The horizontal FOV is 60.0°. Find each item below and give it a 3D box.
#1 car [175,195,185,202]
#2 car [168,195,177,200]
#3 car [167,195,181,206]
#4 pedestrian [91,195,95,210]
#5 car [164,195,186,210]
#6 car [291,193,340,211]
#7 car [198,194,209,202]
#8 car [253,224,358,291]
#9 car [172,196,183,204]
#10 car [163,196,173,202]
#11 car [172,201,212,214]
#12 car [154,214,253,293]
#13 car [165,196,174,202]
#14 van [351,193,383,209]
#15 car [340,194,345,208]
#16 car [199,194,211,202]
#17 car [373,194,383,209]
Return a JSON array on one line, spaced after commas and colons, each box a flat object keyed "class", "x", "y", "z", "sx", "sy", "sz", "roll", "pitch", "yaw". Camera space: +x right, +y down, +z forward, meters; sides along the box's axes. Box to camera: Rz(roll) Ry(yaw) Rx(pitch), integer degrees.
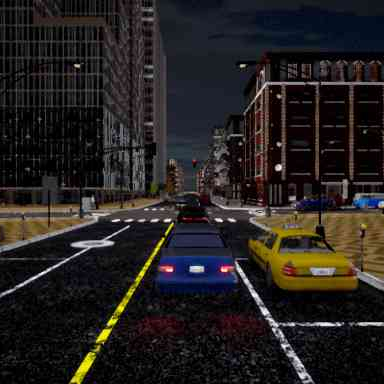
[{"class": "car", "x": -2.780, "y": 1.542, "z": 76.844, "sx": 2.128, "sy": 1.511, "sz": 4.902, "roll": 0, "pitch": 0, "yaw": 0}, {"class": "car", "x": -5.352, "y": 1.572, "z": 91.445, "sx": 2.008, "sy": 1.369, "sz": 4.403, "roll": 0, "pitch": 0, "yaw": 0}, {"class": "car", "x": -2.857, "y": 1.362, "z": 54.166, "sx": 2.097, "sy": 1.767, "sz": 4.553, "roll": 0, "pitch": 0, "yaw": 0}, {"class": "pedestrian", "x": -12.364, "y": 1.277, "z": 41.667, "sx": 0.375, "sy": 1.860, "sz": 0.375, "roll": 0, "pitch": 1, "yaw": -1}, {"class": "car", "x": -1.660, "y": 1.494, "z": 40.870, "sx": 2.128, "sy": 1.511, "sz": 4.902, "roll": -1, "pitch": 0, "yaw": -18}, {"class": "car", "x": 13.272, "y": 1.168, "z": 36.530, "sx": 4.553, "sy": 1.767, "sz": 2.097, "roll": -1, "pitch": 0, "yaw": -1}, {"class": "car", "x": 2.535, "y": 1.332, "z": 74.669, "sx": 2.192, "sy": 1.841, "sz": 5.009, "roll": 0, "pitch": 0, "yaw": 0}, {"class": "car", "x": 2.561, "y": 1.526, "z": 8.836, "sx": 1.752, "sy": 1.417, "sz": 4.829, "roll": 0, "pitch": 0, "yaw": 0}, {"class": "car", "x": -2.810, "y": 1.579, "z": 66.139, "sx": 1.994, "sy": 1.385, "sz": 4.181, "roll": 0, "pitch": 0, "yaw": 1}, {"class": "car", "x": -5.345, "y": 1.567, "z": 74.666, "sx": 2.008, "sy": 1.369, "sz": 4.403, "roll": 0, "pitch": 0, "yaw": 0}, {"class": "car", "x": 0.076, "y": 1.508, "z": 18.725, "sx": 1.837, "sy": 1.490, "sz": 4.892, "roll": 0, "pitch": 0, "yaw": 0}, {"class": "car", "x": 0.093, "y": 1.549, "z": 8.984, "sx": 2.033, "sy": 1.411, "sz": 5.357, "roll": 0, "pitch": 0, "yaw": 0}, {"class": "car", "x": -5.347, "y": 1.563, "z": 80.259, "sx": 1.887, "sy": 1.381, "sz": 4.507, "roll": 0, "pitch": 0, "yaw": 0}, {"class": "van", "x": 20.954, "y": 1.056, "z": 39.094, "sx": 3.998, "sy": 1.788, "sz": 1.690, "roll": -1, "pitch": 1, "yaw": -1}, {"class": "car", "x": 15.298, "y": 1.101, "z": 39.032, "sx": 5.009, "sy": 1.841, "sz": 2.192, "roll": -1, "pitch": 1, "yaw": -1}, {"class": "car", "x": 2.539, "y": 1.328, "z": 63.483, "sx": 2.192, "sy": 1.841, "sz": 5.009, "roll": 0, "pitch": 0, "yaw": 0}, {"class": "car", "x": 23.074, "y": 1.219, "z": 36.666, "sx": 4.674, "sy": 1.442, "sz": 1.812, "roll": -1, "pitch": 0, "yaw": 0}]
